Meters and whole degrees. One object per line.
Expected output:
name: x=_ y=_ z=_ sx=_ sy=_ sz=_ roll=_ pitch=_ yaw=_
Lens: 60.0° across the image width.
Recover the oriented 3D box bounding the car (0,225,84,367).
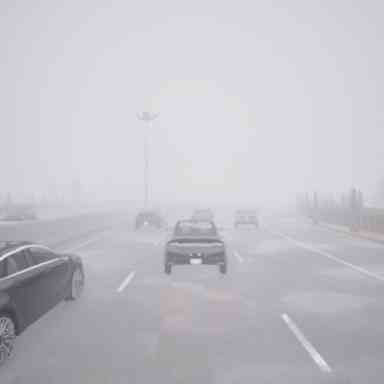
car: x=-3.397 y=1.584 z=5.759 sx=2.128 sy=1.511 sz=4.902 roll=0 pitch=-1 yaw=0

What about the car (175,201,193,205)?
car: x=-0.573 y=2.451 z=60.302 sx=1.837 sy=1.490 sz=4.892 roll=-1 pitch=-1 yaw=26

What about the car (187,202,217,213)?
car: x=1.089 y=1.944 z=29.374 sx=2.128 sy=1.511 sz=4.902 roll=0 pitch=-1 yaw=7

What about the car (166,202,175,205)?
car: x=-2.558 y=2.549 z=64.203 sx=1.812 sy=1.442 sz=4.674 roll=-1 pitch=-1 yaw=27

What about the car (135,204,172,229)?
car: x=-2.933 y=1.895 z=24.906 sx=1.837 sy=1.490 sz=4.892 roll=0 pitch=-1 yaw=4

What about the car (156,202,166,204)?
car: x=-5.853 y=2.611 z=65.565 sx=2.033 sy=1.411 sz=5.357 roll=-1 pitch=-1 yaw=28

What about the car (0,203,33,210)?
car: x=-13.608 y=1.751 z=24.999 sx=2.097 sy=1.767 sz=4.553 roll=0 pitch=-1 yaw=5

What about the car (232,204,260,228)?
car: x=4.149 y=1.947 z=25.987 sx=2.033 sy=1.411 sz=5.357 roll=0 pitch=-1 yaw=7

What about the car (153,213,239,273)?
car: x=0.107 y=1.672 z=11.287 sx=2.128 sy=1.511 sz=4.902 roll=0 pitch=-1 yaw=0

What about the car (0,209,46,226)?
car: x=-10.451 y=1.907 z=19.374 sx=1.895 sy=1.301 sz=4.718 roll=0 pitch=-1 yaw=2
